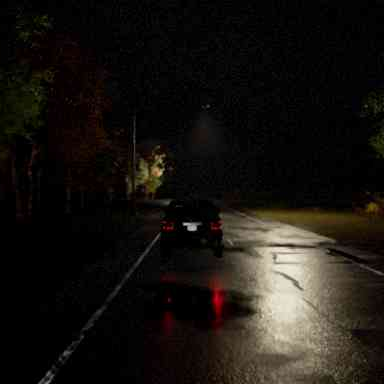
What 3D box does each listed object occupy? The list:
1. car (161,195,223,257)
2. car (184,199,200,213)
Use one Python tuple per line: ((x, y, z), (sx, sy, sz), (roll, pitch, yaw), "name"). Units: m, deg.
((0.004, 1.259, 13.314), (2.150, 2.045, 5.566), (0, 0, 0), "car")
((0.017, 1.600, 39.291), (1.837, 1.490, 4.892), (0, 0, 0), "car")
